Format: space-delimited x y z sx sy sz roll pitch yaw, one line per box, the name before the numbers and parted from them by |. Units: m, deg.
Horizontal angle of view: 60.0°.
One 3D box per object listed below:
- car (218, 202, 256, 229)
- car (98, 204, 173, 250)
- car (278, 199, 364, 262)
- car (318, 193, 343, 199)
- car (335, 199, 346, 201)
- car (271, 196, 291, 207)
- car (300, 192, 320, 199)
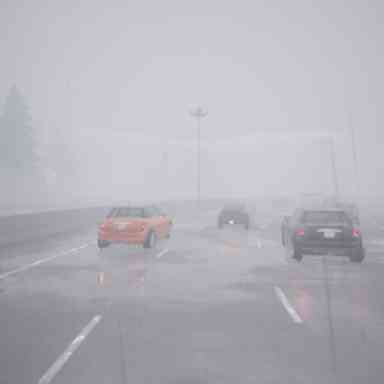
car | 2.890 1.427 21.037 1.837 1.490 4.892 -1 0 16
car | -2.236 1.295 14.354 2.097 1.767 4.553 0 0 9
car | 4.519 1.308 12.159 2.097 1.767 4.553 0 0 10
car | 17.686 1.208 41.141 2.097 1.767 4.553 1 0 39
car | 11.196 1.463 24.239 2.033 1.411 5.357 0 0 25
car | 12.721 1.339 46.118 1.837 1.490 4.892 -1 -1 40
car | 16.977 1.059 46.002 2.150 2.045 5.566 -1 0 43
